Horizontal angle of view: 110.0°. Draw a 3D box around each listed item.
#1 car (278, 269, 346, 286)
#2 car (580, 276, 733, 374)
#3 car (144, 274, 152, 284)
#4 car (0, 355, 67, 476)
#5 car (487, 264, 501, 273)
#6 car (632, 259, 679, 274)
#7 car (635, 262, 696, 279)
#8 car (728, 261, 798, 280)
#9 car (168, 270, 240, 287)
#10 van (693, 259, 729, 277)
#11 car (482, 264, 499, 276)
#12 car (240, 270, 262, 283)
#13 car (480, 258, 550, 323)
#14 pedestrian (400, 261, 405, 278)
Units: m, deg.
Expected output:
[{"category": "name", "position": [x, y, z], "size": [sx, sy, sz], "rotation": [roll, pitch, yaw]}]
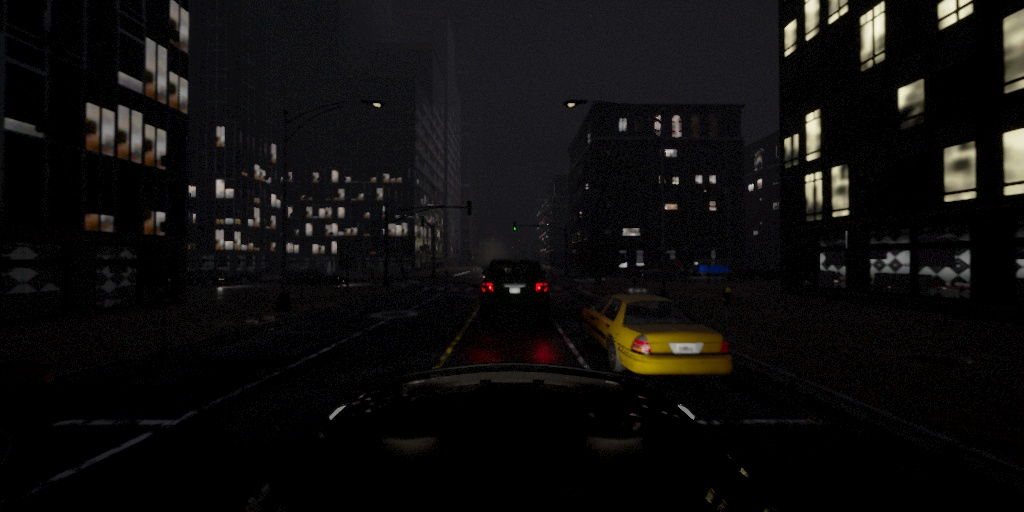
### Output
[{"category": "car", "position": [-17.712, 1.892, 31.973], "size": [5.357, 1.411, 2.033], "rotation": [-1, -1, -1]}, {"category": "car", "position": [2.562, 1.346, 7.579], "size": [1.751, 1.417, 4.829], "rotation": [0, 0, 0]}, {"category": "car", "position": [-39.723, 2.275, 37.044], "size": [4.207, 1.307, 1.802], "rotation": [0, 0, -1]}, {"category": "car", "position": [-5.314, 1.334, 1.844], "size": [1.802, 1.307, 4.207], "rotation": [0, 0, 0]}, {"category": "car", "position": [-2.869, 2.012, 58.922], "size": [2.033, 1.411, 5.357], "rotation": [0, -1, 0]}, {"category": "car", "position": [15.297, 1.291, 37.794], "size": [5.009, 1.841, 2.192], "rotation": [0, 0, -1]}, {"category": "car", "position": [15.035, 1.556, 35.334], "size": [4.718, 1.301, 1.895], "rotation": [-1, -1, -1]}, {"category": "car", "position": [21.066, 1.369, 29.979], "size": [4.507, 1.381, 1.888], "rotation": [0, 0, -1]}, {"category": "car", "position": [-27.526, 1.979, 31.840], "size": [4.892, 1.490, 1.837], "rotation": [-1, -1, -1]}, {"category": "van", "position": [20.952, 1.247, 37.859], "size": [3.998, 1.789, 1.690], "rotation": [0, 0, -1]}, {"category": "car", "position": [-2.870, 1.885, 48.786], "size": [2.033, 1.411, 5.357], "rotation": [0, -1, -1]}, {"category": "car", "position": [-28.428, 2.092, 37.201], "size": [4.403, 1.370, 2.007], "rotation": [0, 0, -1]}, {"category": "car", "position": [0.088, 1.111, 12.932], "size": [2.150, 2.045, 5.566], "rotation": [0, -1, 0]}, {"category": "pedestrian", "position": [-12.378, 1.502, 40.413], "size": [0.375, 1.860, 0.375], "rotation": [0, 0, -1]}]
